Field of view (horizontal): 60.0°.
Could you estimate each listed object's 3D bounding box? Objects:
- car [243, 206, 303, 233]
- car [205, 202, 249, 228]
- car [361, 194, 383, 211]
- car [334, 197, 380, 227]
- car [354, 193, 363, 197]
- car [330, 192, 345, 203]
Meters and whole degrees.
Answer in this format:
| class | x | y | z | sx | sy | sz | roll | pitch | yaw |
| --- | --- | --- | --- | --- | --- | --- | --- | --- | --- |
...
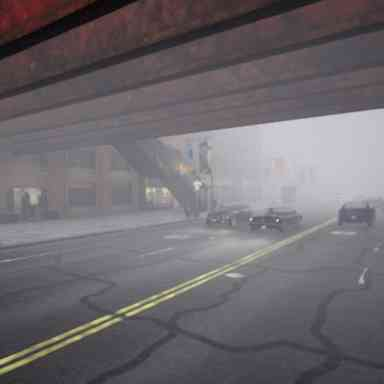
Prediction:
| class | x | y | z | sx | sy | sz | roll | pitch | yaw |
| --- | --- | --- | --- | --- | --- | --- | --- | --- | --- |
| car | 4.933 | 1.533 | 19.319 | 1.895 | 1.301 | 4.718 | -1 | 0 | 32 |
| car | 2.634 | 1.473 | 22.227 | 1.837 | 1.490 | 4.892 | -1 | 0 | 32 |
| car | 19.536 | 1.218 | 35.391 | 1.837 | 1.490 | 4.892 | -1 | 0 | 32 |
| car | 10.904 | 1.320 | 21.816 | 1.882 | 1.535 | 5.008 | -1 | 0 | 33 |
| car | 29.248 | 1.130 | 58.235 | 2.033 | 1.411 | 5.357 | -1 | 0 | 23 |
| car | 26.013 | 0.947 | 59.578 | 2.150 | 2.045 | 5.566 | -1 | 0 | 23 |
